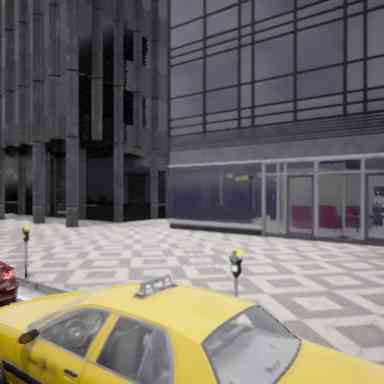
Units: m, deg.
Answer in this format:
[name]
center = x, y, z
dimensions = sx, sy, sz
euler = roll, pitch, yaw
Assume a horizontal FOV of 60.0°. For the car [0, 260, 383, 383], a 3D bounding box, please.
[car]
center = -0.565, 1.523, 3.366
dimensions = 4.829, 1.417, 1.752
euler = 0, 0, 36
